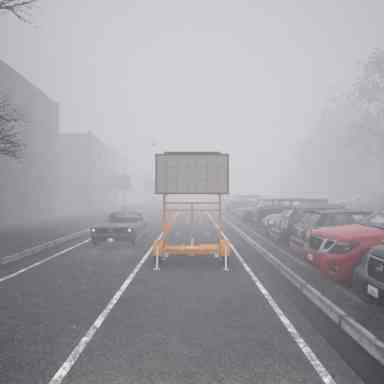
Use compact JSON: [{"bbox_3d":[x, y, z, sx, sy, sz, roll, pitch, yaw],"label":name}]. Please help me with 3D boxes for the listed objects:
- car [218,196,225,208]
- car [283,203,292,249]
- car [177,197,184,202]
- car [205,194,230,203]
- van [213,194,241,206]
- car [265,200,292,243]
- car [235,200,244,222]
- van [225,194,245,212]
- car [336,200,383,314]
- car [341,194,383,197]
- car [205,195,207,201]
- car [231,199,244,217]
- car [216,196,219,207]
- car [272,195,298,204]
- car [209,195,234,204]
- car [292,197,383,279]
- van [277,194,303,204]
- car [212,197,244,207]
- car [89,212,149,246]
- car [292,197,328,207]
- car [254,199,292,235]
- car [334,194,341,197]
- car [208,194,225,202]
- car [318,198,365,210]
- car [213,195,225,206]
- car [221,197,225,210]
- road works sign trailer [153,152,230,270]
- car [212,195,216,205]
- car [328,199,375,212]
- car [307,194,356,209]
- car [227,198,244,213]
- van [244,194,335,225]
[{"bbox_3d":[5.864,1.490,36.144,5.366,1.575,1.946,0,0,0],"label":"car"},{"bbox_3d":[5.647,1.359,10.915,4.553,1.767,2.185,0,0,0],"label":"car"},{"bbox_3d":[-3.126,1.947,90.030,1.895,1.301,4.718,0,-1,0],"label":"car"},{"bbox_3d":[5.728,1.389,75.387,5.566,2.045,2.435,0,0,0],"label":"car"},{"bbox_3d":[5.795,1.317,55.765,4.442,1.987,1.878,0,0,0],"label":"van"},{"bbox_3d":[5.647,1.360,13.718,4.553,1.767,2.185,0,0,0],"label":"car"},{"bbox_3d":[5.673,1.488,22.128,5.008,1.535,2.097,0,0,0],"label":"car"},{"bbox_3d":[5.562,1.265,30.538,4.442,1.987,1.878,0,0,0],"label":"van"},{"bbox_3d":[5.649,1.232,5.308,5.566,2.045,2.435,0,0,0],"label":"car"},{"bbox_3d":[18.730,1.242,33.706,5.566,2.045,2.435,0,0,0],"label":"car"},{"bbox_3d":[5.715,1.335,66.977,5.566,2.045,2.435,0,0,0],"label":"car"},{"bbox_3d":[5.649,1.519,24.931,4.792,1.488,2.163,0,0,0],"label":"car"},{"bbox_3d":[5.673,1.495,38.944,5.008,1.535,2.097,0,0,0],"label":"car"},{"bbox_3d":[18.735,1.461,67.000,4.553,1.767,2.185,0,0,0],"label":"car"},{"bbox_3d":[5.652,1.447,64.176,4.553,1.767,2.185,0,0,0],"label":"car"},{"bbox_3d":[5.650,1.233,8.112,5.566,2.045,2.435,0,0,0],"label":"car"},{"bbox_3d":[18.879,1.348,64.220,4.442,1.987,1.878,0,0,0],"label":"van"},{"bbox_3d":[5.673,1.533,52.961,5.008,1.535,2.097,0,0,0],"label":"car"},{"bbox_3d":[-3.229,1.612,15.480,1.895,1.301,4.718,0,0,0],"label":"car"},{"bbox_3d":[18.753,1.535,53.076,5.008,1.535,2.097,0,0,0],"label":"car"},{"bbox_3d":[5.709,1.361,16.521,4.553,1.767,2.185,0,0,0],"label":"car"},{"bbox_3d":[18.729,1.243,36.368,5.566,2.045,2.435,0,0,0],"label":"car"},{"bbox_3d":[5.707,1.272,50.158,5.566,2.045,2.435,0,0,0],"label":"car"},{"bbox_3d":[18.753,1.502,41.936,5.008,1.535,2.097,0,0,0],"label":"car"},{"bbox_3d":[5.649,1.535,44.552,4.792,1.488,2.163,0,0,0],"label":"car"},{"bbox_3d":[5.707,1.521,33.341,4.792,1.488,2.163,0,0,0],"label":"car"},{"bbox_3d":[0.006,0.473,11.027,2.380,3.560,2.880,0,0,1],"label":"road works sign trailer"},{"bbox_3d":[5.674,1.514,47.350,4.892,1.521,2.231,0,0,0],"label":"car"},{"bbox_3d":[18.755,1.537,39.275,4.674,1.452,2.002,0,0,0],"label":"car"},{"bbox_3d":[18.730,1.256,44.723,5.566,2.045,2.435,0,0,0],"label":"car"},{"bbox_3d":[5.649,1.520,27.734,4.792,1.488,2.163,0,0,0],"label":"car"},{"bbox_3d":[5.561,1.262,19.325,4.442,1.987,1.878,0,0,0],"label":"van"}]
